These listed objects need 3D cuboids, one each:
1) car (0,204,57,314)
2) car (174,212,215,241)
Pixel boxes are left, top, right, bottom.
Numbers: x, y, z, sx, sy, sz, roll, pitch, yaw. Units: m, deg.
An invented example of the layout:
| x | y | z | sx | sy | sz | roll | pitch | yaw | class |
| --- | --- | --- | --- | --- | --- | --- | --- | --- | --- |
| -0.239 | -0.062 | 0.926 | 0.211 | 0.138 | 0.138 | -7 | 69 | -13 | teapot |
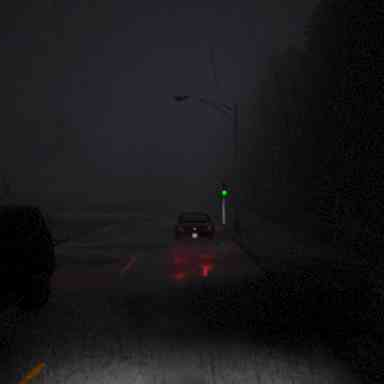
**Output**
| x | y | z | sx | sy | sz | roll | pitch | yaw | class |
| --- | --- | --- | --- | --- | --- | --- | --- | --- | --- |
| -4.041 | 1.250 | 5.015 | 2.150 | 2.045 | 5.566 | 0 | 0 | 1 | car |
| 0.124 | 1.697 | 17.273 | 1.895 | 1.301 | 4.718 | 0 | 0 | 0 | car |
